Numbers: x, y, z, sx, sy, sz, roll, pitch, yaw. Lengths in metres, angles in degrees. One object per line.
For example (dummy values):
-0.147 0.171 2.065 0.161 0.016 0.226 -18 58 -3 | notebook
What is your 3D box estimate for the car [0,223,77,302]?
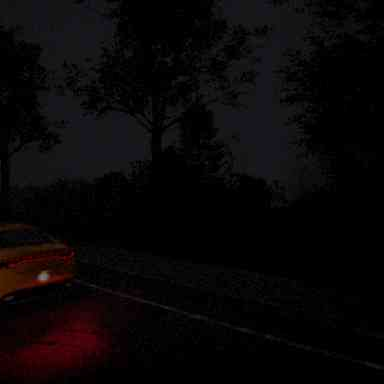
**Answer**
-4.765 1.492 8.032 5.008 1.535 1.882 0 0 40 | car
